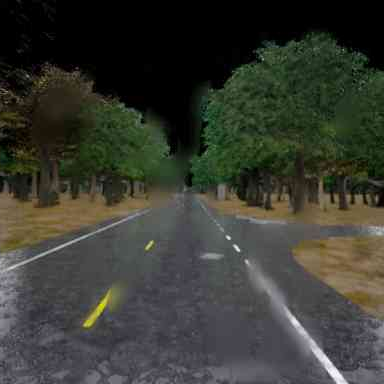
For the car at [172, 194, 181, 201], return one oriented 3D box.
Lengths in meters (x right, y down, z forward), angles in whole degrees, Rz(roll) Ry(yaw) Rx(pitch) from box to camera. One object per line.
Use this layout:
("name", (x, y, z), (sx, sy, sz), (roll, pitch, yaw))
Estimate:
("car", (-3.497, 1.181, 76.544), (2.128, 1.511, 4.902), (0, 0, 0))
